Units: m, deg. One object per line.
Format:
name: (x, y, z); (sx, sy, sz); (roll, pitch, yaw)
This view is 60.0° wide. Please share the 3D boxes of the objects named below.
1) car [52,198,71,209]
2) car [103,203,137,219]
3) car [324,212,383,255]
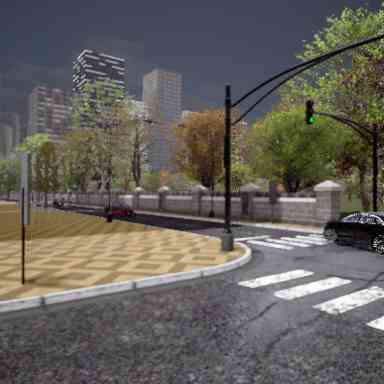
car: (-19.288, 1.679, 49.073); (2.128, 1.511, 4.902); (1, -1, -34)
car: (-6.597, 1.682, 30.297); (1.994, 1.385, 4.181); (1, 0, -34)
car: (7.456, 1.560, 13.765); (2.128, 1.511, 4.902); (1, 0, -12)
